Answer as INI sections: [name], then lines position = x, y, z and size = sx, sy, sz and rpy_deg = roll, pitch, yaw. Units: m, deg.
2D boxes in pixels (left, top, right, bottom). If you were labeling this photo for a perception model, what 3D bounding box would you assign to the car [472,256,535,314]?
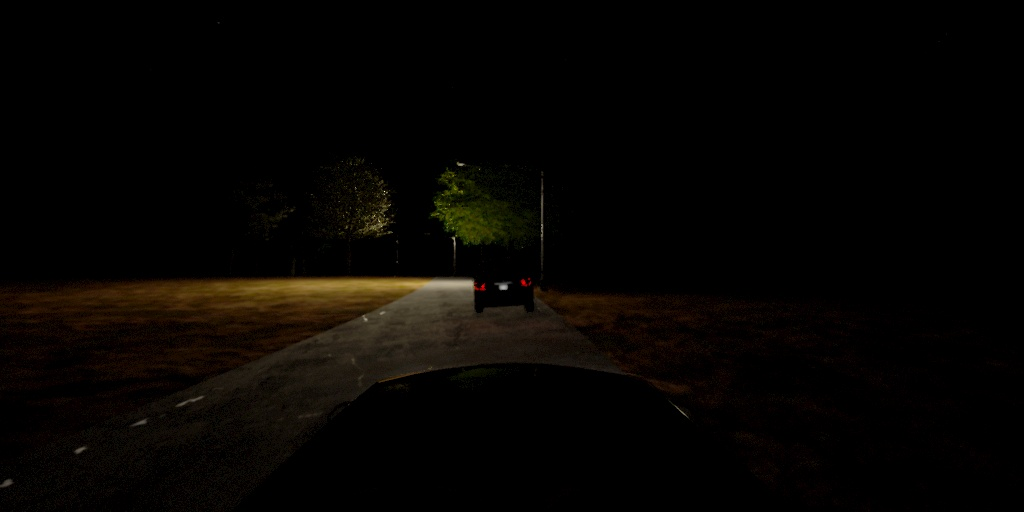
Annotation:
[car]
position = -0.428, 1.046, 14.687
size = 2.150, 2.045, 5.566
rpy_deg = -5, 2, -3
